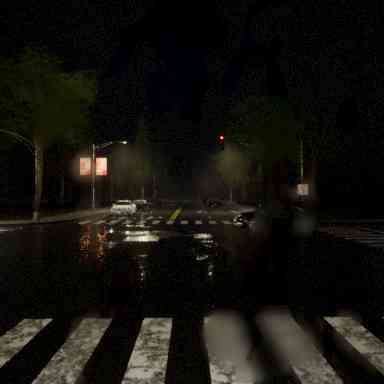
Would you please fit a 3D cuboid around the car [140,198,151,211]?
[{"bbox_3d":[-6.622,1.650,41.415,1.895,1.301,4.718,0,0,0],"label":"car"}]

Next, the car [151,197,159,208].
[{"bbox_3d":[-6.631,1.613,50.506,1.812,1.442,4.674,0,0,0],"label":"car"}]

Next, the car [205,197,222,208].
[{"bbox_3d":[3.305,1.556,48.782,1.882,1.535,5.008,0,0,0],"label":"car"}]

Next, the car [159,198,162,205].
[{"bbox_3d":[-6.606,1.684,61.160,2.033,1.411,5.357,0,0,0],"label":"car"}]

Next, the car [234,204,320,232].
[{"bbox_3d":[4.972,1.496,19.708,4.892,1.490,1.837,0,0,-1],"label":"car"}]

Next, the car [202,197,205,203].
[{"bbox_3d":[3.194,1.714,72.520,1.812,1.442,4.674,0,0,0],"label":"car"}]

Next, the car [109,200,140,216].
[{"bbox_3d":[-6.616,1.553,32.404,1.812,1.442,4.674,0,0,0],"label":"car"}]
